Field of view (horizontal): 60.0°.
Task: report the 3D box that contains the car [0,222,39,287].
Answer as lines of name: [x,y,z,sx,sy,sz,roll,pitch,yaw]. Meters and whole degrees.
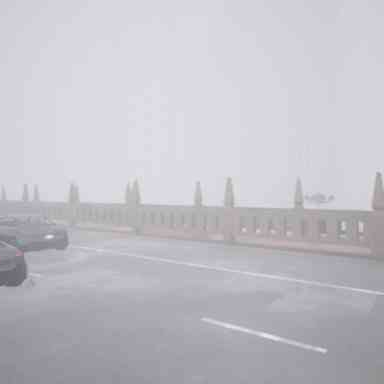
car: [-5.894,1.562,8.128,4.181,1.385,1.994,0,0,35]

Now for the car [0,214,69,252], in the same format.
car: [-6.707,1.559,12.984,4.181,1.385,1.994,0,0,35]
